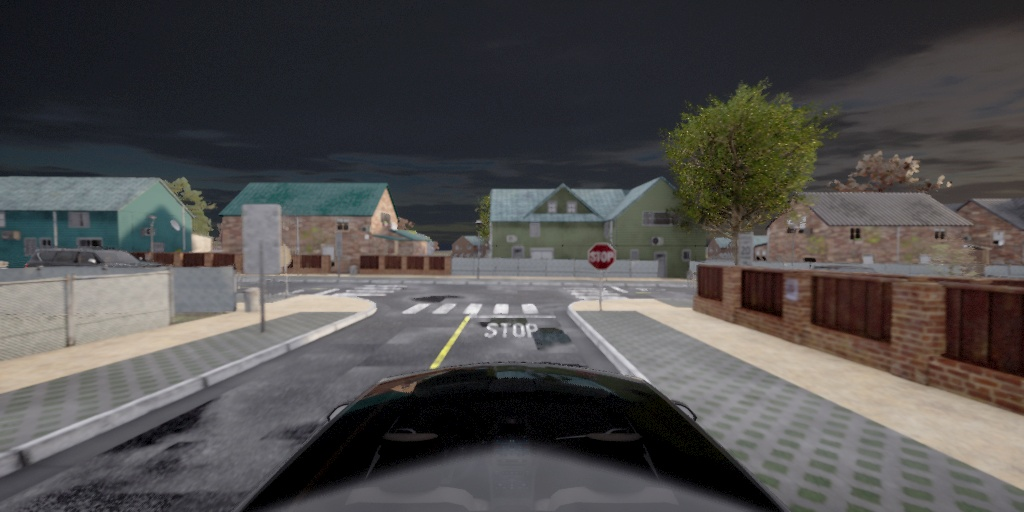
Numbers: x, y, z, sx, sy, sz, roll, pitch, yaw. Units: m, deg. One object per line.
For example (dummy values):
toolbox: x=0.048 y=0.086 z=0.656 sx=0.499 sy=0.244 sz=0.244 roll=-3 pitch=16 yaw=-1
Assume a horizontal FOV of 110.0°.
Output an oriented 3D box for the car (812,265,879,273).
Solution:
car: x=17.414 y=1.286 z=18.204 sx=4.553 sy=1.767 sz=2.097 roll=1 pitch=2 yaw=-1

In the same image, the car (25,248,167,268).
car: x=-20.087 y=0.657 z=17.546 sx=5.566 sy=2.045 sz=2.150 roll=1 pitch=2 yaw=-1
